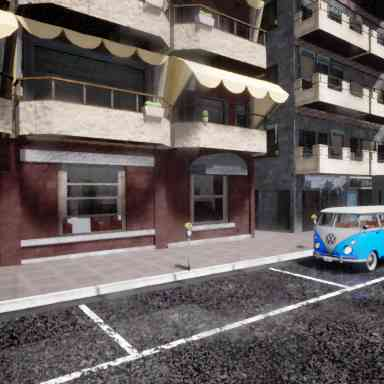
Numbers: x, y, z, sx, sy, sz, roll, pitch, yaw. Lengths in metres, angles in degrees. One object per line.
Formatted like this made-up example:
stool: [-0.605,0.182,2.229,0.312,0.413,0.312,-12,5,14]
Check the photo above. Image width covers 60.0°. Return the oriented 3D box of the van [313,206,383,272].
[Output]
van: [5.493,1.341,10.486,3.998,1.788,1.690,0,0,-35]
